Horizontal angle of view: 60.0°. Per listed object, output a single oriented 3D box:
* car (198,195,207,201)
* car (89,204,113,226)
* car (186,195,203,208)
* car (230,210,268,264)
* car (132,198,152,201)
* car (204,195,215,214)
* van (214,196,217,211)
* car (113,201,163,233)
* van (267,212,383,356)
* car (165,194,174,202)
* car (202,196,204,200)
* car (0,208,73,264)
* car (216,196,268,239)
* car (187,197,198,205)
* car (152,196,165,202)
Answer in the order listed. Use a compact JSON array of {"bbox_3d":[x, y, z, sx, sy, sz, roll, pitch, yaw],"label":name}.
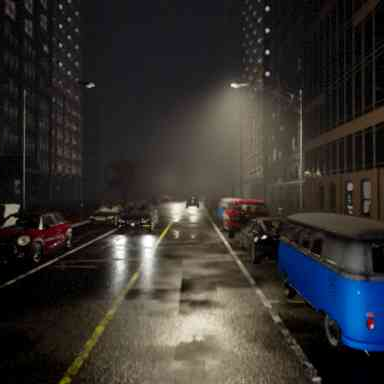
[{"bbox_3d":[2.687,1.442,84.859,2.008,1.369,4.403,1,0,0],"label":"car"},{"bbox_3d":[-5.685,1.527,22.777,2.008,1.369,4.403,1,0,0],"label":"car"},{"bbox_3d":[0.091,1.496,45.827,2.033,1.411,5.357,0,0,1],"label":"car"},{"bbox_3d":[2.696,1.539,11.521,2.008,1.369,4.403,1,0,0],"label":"car"},{"bbox_3d":[-5.687,1.514,34.062,2.008,1.369,4.403,1,0,0],"label":"car"},{"bbox_3d":[2.696,1.278,34.086,2.192,1.841,5.009,1,0,0],"label":"car"},{"bbox_3d":[2.697,1.317,22.804,1.690,1.788,3.998,1,0,0],"label":"van"},{"bbox_3d":[-3.064,1.487,19.749,1.837,1.490,4.892,0,-1,0],"label":"car"},{"bbox_3d":[2.699,1.335,5.879,1.690,1.788,3.998,1,0,0],"label":"van"},{"bbox_3d":[-5.692,1.455,73.561,1.887,1.381,4.507,1,0,0],"label":"car"},{"bbox_3d":[2.691,1.531,45.369,1.802,1.307,4.206,1,0,0],"label":"car"},{"bbox_3d":[-5.683,1.429,11.491,1.967,1.590,4.097,1,0,0],"label":"car"},{"bbox_3d":[2.698,1.297,17.162,2.192,1.841,5.009,1,0,0],"label":"car"},{"bbox_3d":[0.092,1.531,59.578,1.895,1.301,4.718,0,0,0],"label":"car"},{"bbox_3d":[-5.690,1.493,50.991,2.008,1.369,4.403,1,0,0],"label":"car"}]
